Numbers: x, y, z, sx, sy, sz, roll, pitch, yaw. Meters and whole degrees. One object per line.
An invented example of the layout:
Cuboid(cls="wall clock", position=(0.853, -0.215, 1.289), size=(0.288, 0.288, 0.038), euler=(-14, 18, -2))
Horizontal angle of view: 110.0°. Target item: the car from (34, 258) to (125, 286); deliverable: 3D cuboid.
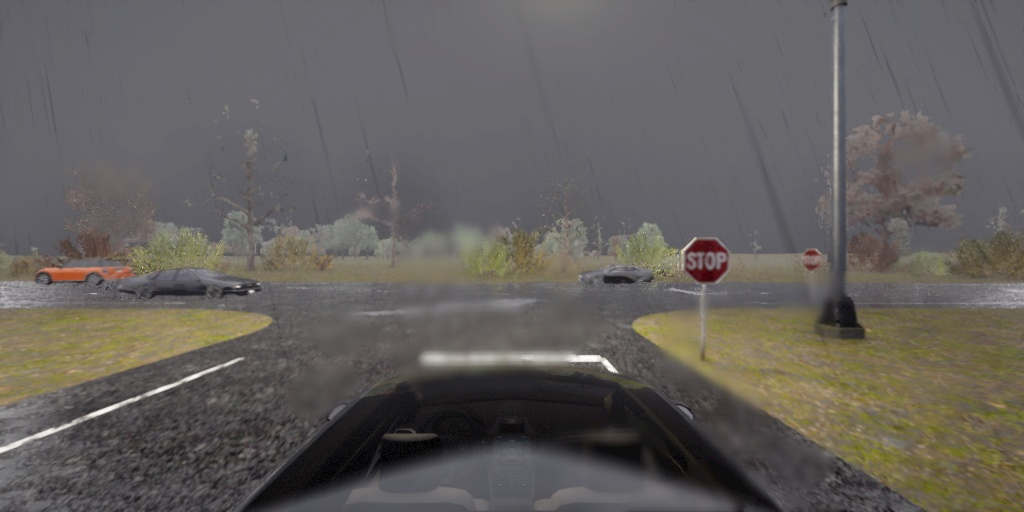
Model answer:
Cuboid(cls="car", position=(-27.611, 0.974, 23.224), size=(4.553, 1.767, 2.097), euler=(0, 0, -2))

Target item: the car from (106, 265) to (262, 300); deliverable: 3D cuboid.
Cuboid(cls="car", position=(-14.786, 1.246, 16.606), size=(5.357, 1.411, 2.033), euler=(0, 0, -2))

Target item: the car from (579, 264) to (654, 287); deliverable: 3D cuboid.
Cuboid(cls="car", position=(7.013, 1.308, 24.174), size=(4.902, 1.511, 2.128), euler=(0, 0, -2))
